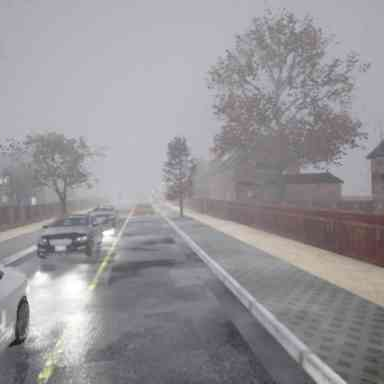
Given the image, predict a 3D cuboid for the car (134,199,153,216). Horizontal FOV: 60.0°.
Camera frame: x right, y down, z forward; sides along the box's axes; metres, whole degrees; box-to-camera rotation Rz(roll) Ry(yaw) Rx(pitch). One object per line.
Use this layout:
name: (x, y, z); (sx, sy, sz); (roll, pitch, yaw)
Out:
car: (-5.220, 1.687, 35.811); (1.882, 1.535, 5.008); (-2, -1, -8)

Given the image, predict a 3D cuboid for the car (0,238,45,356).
car: (-3.249, 1.619, 3.689); (1.812, 1.442, 4.674); (-2, 0, -10)

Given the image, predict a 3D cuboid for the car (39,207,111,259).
car: (-4.788, 1.641, 13.598); (2.128, 1.511, 4.902); (-2, 0, -9)

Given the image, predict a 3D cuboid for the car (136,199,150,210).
car: (-7.216, 1.811, 48.890); (1.837, 1.490, 4.892); (-2, 0, -8)

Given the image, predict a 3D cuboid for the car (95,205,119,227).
car: (-6.427, 1.707, 24.475); (2.128, 1.511, 4.902); (-2, 0, -9)
